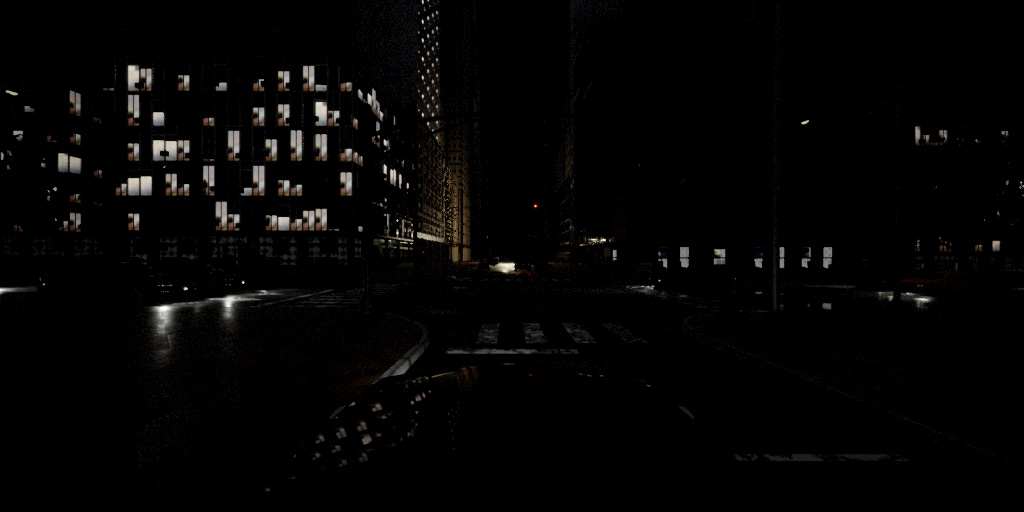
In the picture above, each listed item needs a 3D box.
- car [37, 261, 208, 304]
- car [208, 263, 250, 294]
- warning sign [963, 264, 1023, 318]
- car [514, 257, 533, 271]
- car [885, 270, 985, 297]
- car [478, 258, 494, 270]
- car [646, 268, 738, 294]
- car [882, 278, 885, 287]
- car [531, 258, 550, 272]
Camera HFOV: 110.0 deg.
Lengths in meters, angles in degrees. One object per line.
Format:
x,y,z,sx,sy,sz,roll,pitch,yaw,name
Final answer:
-15.362,0.998,14.112,4.892,1.490,1.837,1,0,-3,car
-15.510,0.994,17.358,4.892,1.490,1.837,1,0,-3,car
17.272,1.204,12.881,1.060,1.860,1.300,0,0,-3,warning sign
1.387,1.114,48.718,2.097,1.767,4.553,0,0,0,car
27.287,1.743,22.807,5.008,1.535,1.882,1,0,-3,car
-4.039,1.342,52.171,1.802,1.307,4.207,0,0,0,car
10.839,1.571,22.042,4.718,1.301,1.895,1,0,-3,car
30.060,1.792,26.189,5.008,1.535,1.882,1,0,-3,car
3.915,1.329,46.680,1.948,1.339,4.313,0,0,0,car
